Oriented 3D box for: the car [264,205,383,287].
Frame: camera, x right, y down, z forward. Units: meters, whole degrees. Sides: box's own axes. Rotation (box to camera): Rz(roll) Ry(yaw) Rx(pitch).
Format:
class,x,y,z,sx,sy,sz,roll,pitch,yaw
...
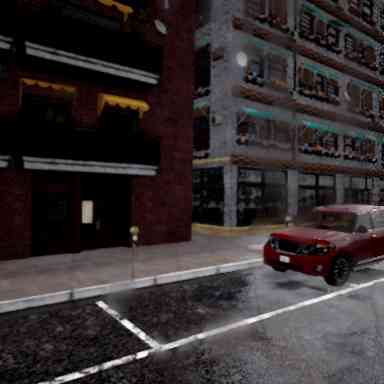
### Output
class,x,y,z,sx,sy,sz,roll,pitch,yaw
car,4.333,1.335,9.627,5.009,1.841,2.192,0,1,-35
